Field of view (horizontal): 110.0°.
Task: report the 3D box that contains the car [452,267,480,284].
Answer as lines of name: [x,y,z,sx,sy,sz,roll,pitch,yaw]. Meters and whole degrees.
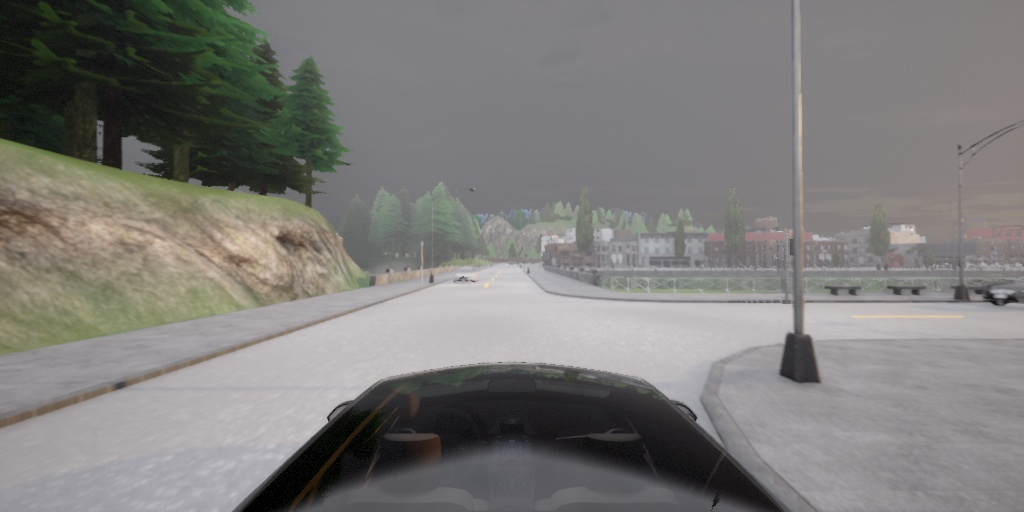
car: [-3.978,1.678,31.365,1.812,1.442,4.674,0,0,0]

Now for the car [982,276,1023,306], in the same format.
car: [22.591,1.397,14.787,4.902,1.511,2.128,0,-1,0]
